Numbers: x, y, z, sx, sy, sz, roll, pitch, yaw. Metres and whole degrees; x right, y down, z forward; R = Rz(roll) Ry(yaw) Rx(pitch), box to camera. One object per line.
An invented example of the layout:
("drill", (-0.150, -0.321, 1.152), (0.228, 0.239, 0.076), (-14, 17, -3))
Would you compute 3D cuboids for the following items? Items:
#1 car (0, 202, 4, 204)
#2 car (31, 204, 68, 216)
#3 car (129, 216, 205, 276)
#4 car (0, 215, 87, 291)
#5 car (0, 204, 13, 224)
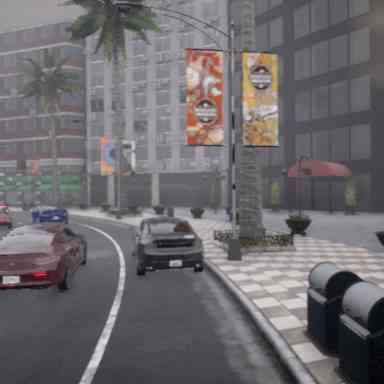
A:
("car", (-21.819, 1.774, 36.251), (4.902, 1.511, 2.128), (0, 0, 37))
("car", (-10.695, 1.636, 24.797), (1.882, 1.535, 5.008), (0, 0, -34))
("car", (-0.927, 1.542, 10.653), (1.837, 1.490, 4.892), (0, 0, -12))
("car", (-3.966, 1.584, 8.849), (1.812, 1.442, 4.674), (0, 0, -10))
("car", (-13.479, 1.739, 22.705), (1.994, 1.385, 4.181), (0, 0, -34))
